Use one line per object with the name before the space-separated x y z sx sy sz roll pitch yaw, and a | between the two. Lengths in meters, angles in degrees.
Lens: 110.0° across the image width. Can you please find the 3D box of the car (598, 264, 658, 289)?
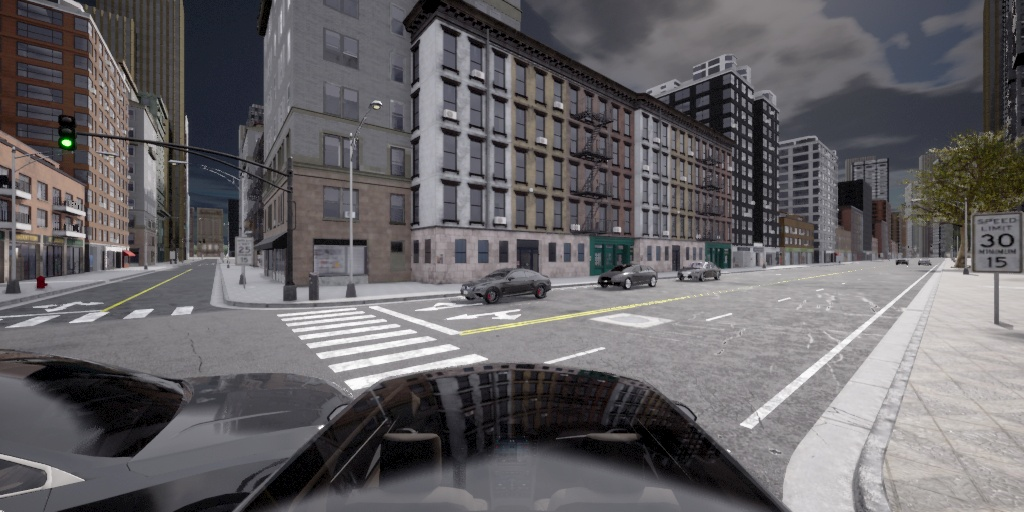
car | 7.478 1.256 22.950 4.892 1.490 1.837 0 0 -39

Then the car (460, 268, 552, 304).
car | -0.166 1.285 16.667 4.674 1.442 1.812 0 0 -39

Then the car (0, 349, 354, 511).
car | -3.235 1.257 1.671 4.892 1.490 1.837 0 0 -35

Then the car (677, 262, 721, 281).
car | 15.438 1.233 29.481 4.902 1.511 2.128 0 0 -39
